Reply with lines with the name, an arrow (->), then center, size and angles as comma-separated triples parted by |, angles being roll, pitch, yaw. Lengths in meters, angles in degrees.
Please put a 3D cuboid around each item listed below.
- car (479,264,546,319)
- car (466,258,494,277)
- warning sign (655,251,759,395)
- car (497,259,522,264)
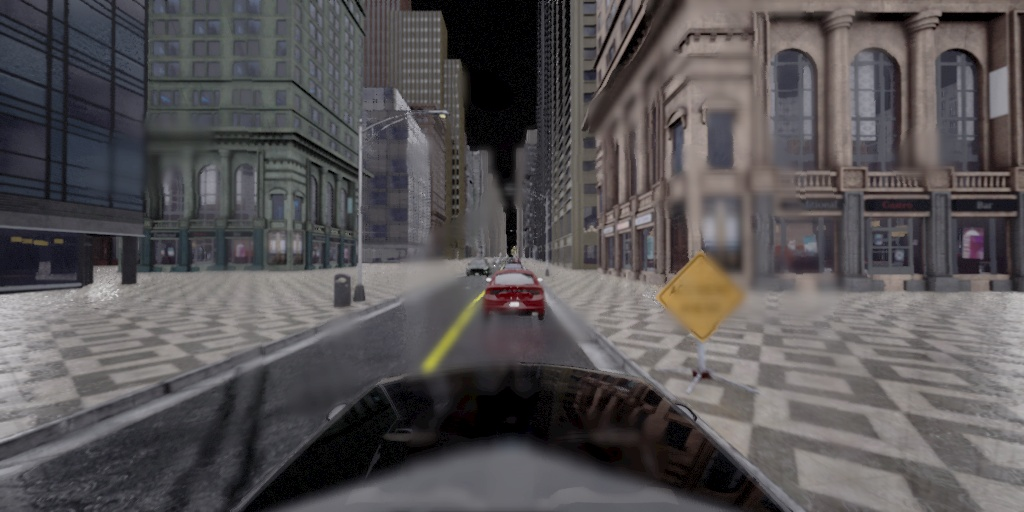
car -> 0.085, 1.206, 12.658 | 1.882, 1.535, 5.008 | 0, 0, 0
car -> -3.104, 1.036, 34.066 | 2.097, 1.767, 4.553 | 0, 0, 0
warning sign -> 2.717, 0.859, 5.132 | 1.300, 1.860, 1.060 | 0, 0, 0
car -> 0.090, 1.239, 29.887 | 2.033, 1.411, 5.357 | 0, 0, 0
